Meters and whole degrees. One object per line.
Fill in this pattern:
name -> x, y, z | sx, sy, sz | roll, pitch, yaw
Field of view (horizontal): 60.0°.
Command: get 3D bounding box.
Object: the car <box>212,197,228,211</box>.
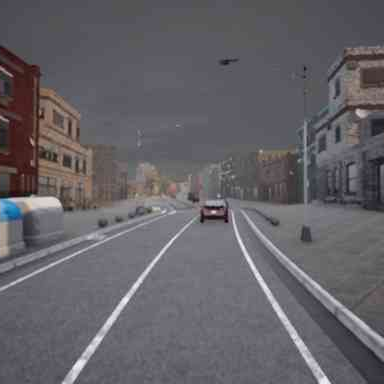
car -> 3.604, 1.557, 42.430 | 2.033, 1.649, 4.856 | 0, -2, 6

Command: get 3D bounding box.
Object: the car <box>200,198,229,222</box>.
car -> 1.703, 1.372, 24.671 | 2.163, 1.488, 4.792 | 0, 0, 6
